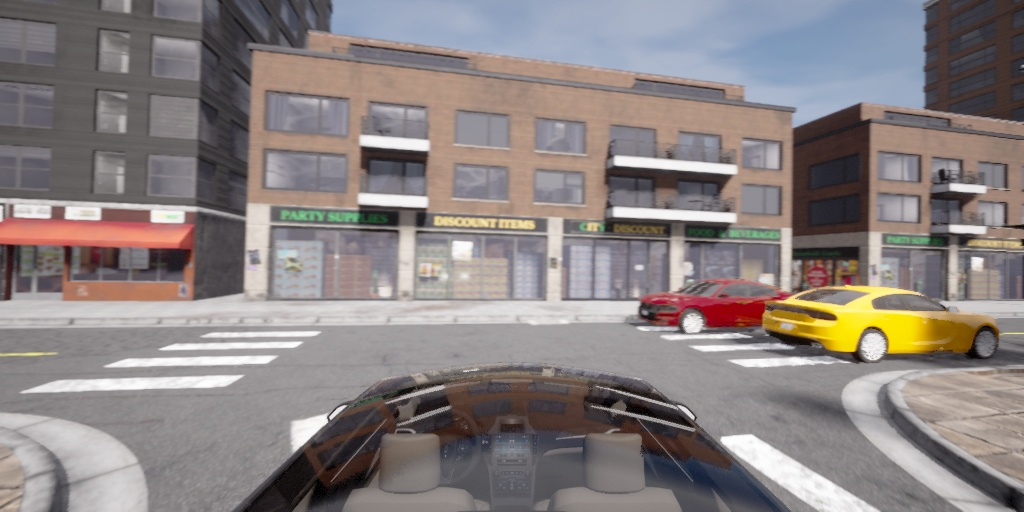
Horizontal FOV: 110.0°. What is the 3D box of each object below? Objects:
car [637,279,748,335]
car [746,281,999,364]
[{"bbox_3d":[6.358,1.445,10.973,5.008,1.535,1.882,1,-1,-10],"label":"car"},{"bbox_3d":[8.480,1.454,8.357,5.008,1.535,1.882,1,-1,-10],"label":"car"}]
